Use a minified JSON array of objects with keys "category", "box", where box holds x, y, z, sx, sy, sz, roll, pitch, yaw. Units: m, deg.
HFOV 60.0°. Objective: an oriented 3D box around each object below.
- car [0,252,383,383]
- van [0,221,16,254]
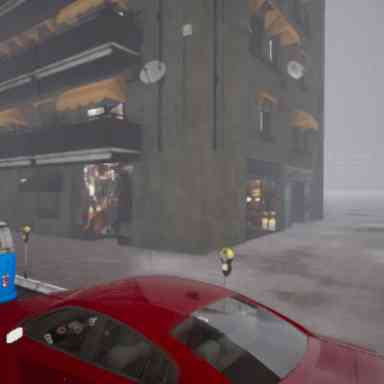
[{"category":"car","box":[-0.598,1.547,3.294,4.507,1.381,1.887,0,0,36]},{"category":"van","box":[-5.095,1.347,6.501,3.998,1.788,1.690,0,0,36]}]
